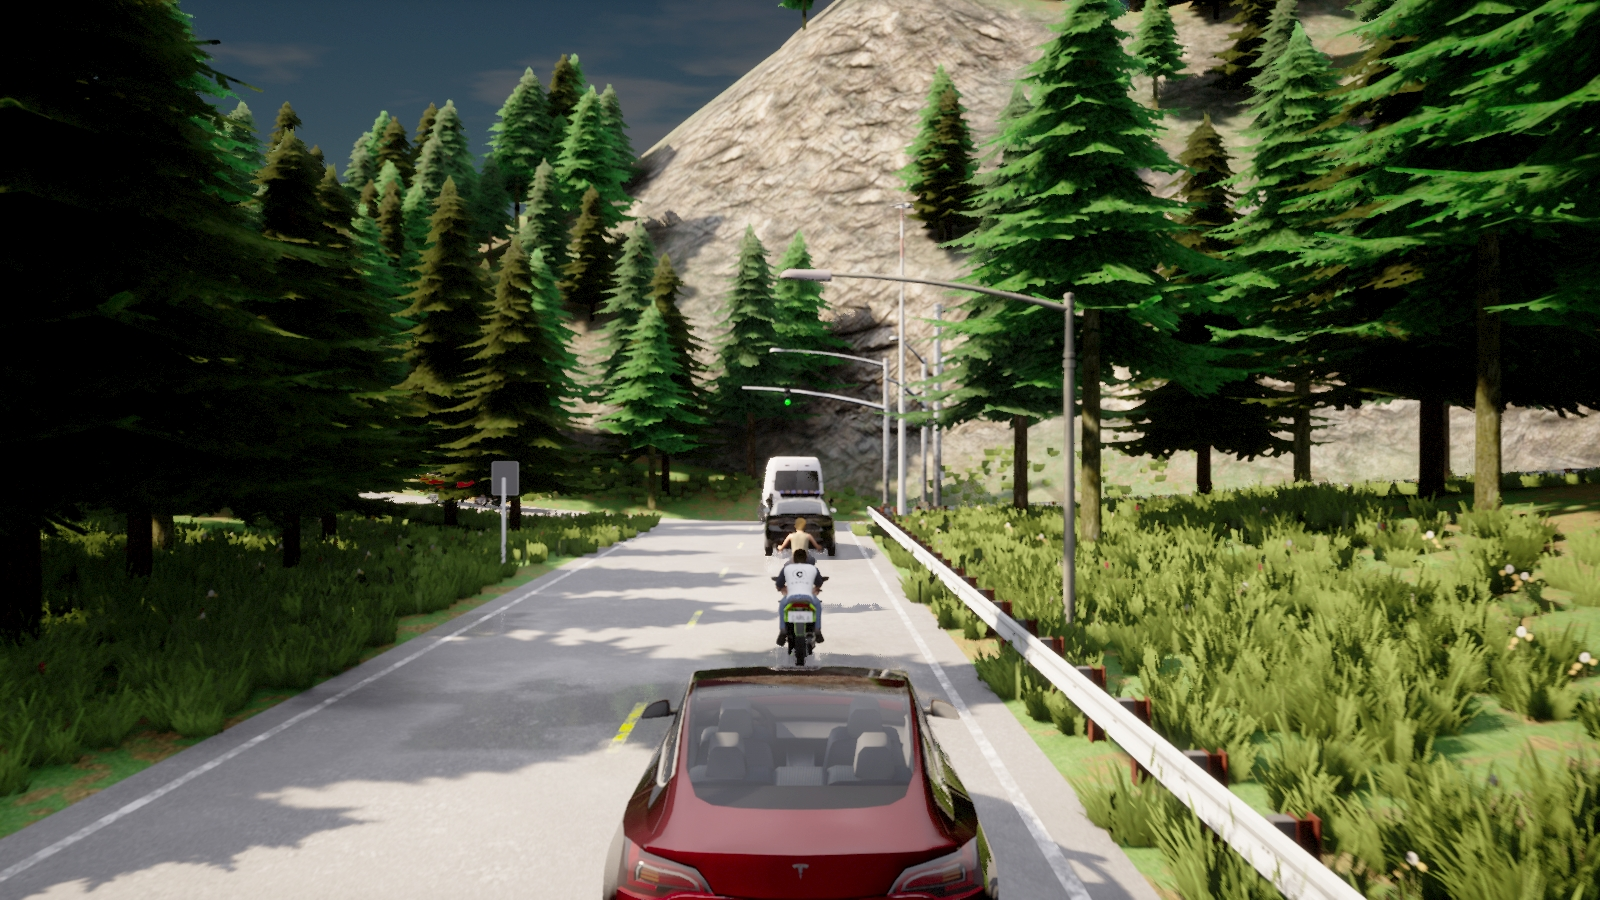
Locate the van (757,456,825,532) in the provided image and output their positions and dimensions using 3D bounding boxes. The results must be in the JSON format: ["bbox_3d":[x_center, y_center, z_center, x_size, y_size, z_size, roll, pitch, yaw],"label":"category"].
[{"bbox_3d":[-0.419,1.544,42.566,1.988,2.561,5.915,1,0,-6],"label":"van"}]

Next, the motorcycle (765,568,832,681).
[{"bbox_3d":[-0.019,2.216,14.809,0.803,1.145,2.033,0,0,0],"label":"motorcycle"}]

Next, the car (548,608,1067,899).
[{"bbox_3d":[0.032,2.064,7.161,2.163,1.488,4.792,0,0,0],"label":"car"}]

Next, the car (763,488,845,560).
[{"bbox_3d":[0.108,1.988,31.875,2.097,1.638,5.238,0,0,0],"label":"car"}]
